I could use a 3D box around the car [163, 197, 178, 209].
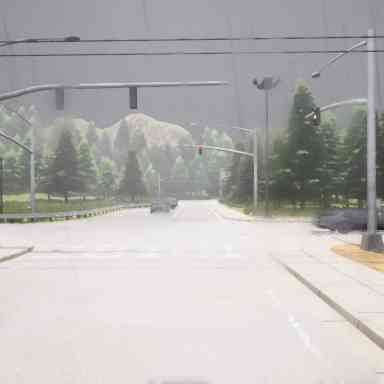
[{"bbox_3d":[-3.476,1.494,47.215,2.097,1.767,4.553,0,0,0],"label":"car"}]

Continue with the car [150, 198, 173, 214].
[{"bbox_3d":[-3.518,1.682,37.506,1.994,1.385,4.181,0,0,0],"label":"car"}]

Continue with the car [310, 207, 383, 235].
[{"bbox_3d":[9.457,1.576,18.553,5.357,1.411,2.033,0,0,1],"label":"car"}]
